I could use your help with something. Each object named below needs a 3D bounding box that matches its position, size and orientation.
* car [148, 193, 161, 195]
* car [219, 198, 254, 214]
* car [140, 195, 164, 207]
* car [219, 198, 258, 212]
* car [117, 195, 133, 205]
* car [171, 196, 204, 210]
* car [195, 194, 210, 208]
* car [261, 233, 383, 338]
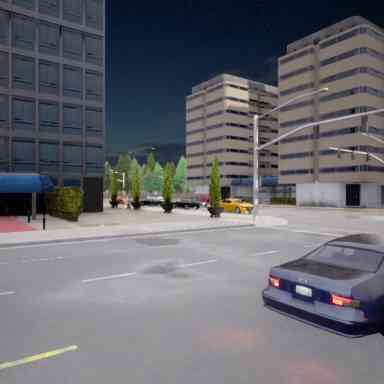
[{"bbox_3d":[-5.783,1.221,56.788,2.150,2.045,5.566,0,0,-34],"label":"car"},{"bbox_3d":[4.495,1.477,35.987,1.882,1.535,5.008,0,0,-35],"label":"car"},{"bbox_3d":[-6.138,1.601,51.174,1.895,1.301,4.718,0,0,-35],"label":"car"},{"bbox_3d":[5.594,1.504,40.521,1.837,1.490,4.892,0,0,-35],"label":"car"},{"bbox_3d":[-12.066,1.351,59.708,2.097,1.767,4.553,0,0,-35],"label":"car"},{"bbox_3d":[-0.865,1.601,43.641,1.895,1.301,4.718,0,0,-35],"label":"car"},{"bbox_3d":[0.282,1.491,48.105,2.128,1.511,4.902,0,0,-35],"label":"car"},{"bbox_3d":[3.750,1.547,6.496,5.357,1.411,2.033,0,0,-35],"label":"car"}]
